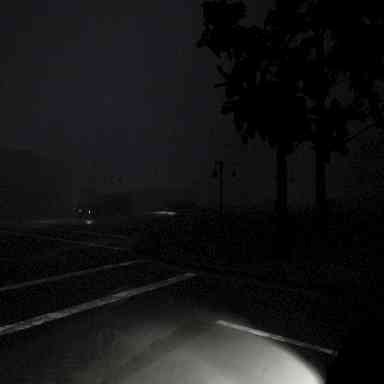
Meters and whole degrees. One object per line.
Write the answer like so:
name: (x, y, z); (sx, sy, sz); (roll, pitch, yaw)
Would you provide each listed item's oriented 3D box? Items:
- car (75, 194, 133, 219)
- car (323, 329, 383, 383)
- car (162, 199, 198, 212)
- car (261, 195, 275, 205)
car: (-7.765, 1.222, 30.031); (2.150, 2.045, 5.566); (0, 0, 35)
car: (2.915, 1.564, 1.894); (4.181, 1.385, 1.994); (0, 0, 36)
car: (-1.304, 1.547, 39.564); (2.033, 1.411, 5.357); (0, 0, 34)
car: (13.856, 1.347, 60.760); (2.097, 1.767, 4.553); (0, 0, 7)
